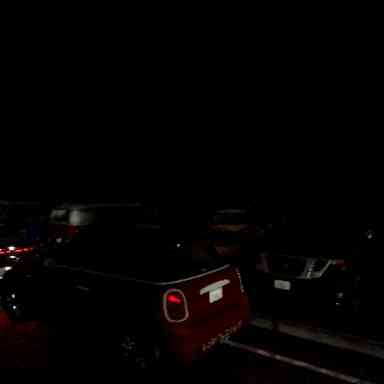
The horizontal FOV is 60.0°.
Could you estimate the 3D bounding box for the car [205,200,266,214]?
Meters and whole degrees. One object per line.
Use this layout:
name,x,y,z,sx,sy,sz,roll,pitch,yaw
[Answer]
car,3.711,1.591,24.216,2.435,2.045,5.566,0,-1,37

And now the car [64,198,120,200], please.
car,-9.650,1.648,34.165,2.435,2.045,5.566,0,-1,37

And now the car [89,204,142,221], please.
car,-7.392,1.928,32.550,2.163,1.488,4.792,0,-1,37

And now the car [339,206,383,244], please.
car,10.411,1.795,19.268,2.231,1.521,4.892,0,-1,37

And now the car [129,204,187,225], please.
car,-2.843,1.884,29.358,1.946,1.575,5.366,0,-1,37

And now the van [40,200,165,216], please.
van,-3.382,1.441,13.373,1.878,1.987,4.442,0,-1,37

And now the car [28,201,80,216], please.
car,-16.203,1.888,39.308,1.946,1.575,5.366,0,-1,37

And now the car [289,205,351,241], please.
car,8.184,1.810,20.925,2.097,1.535,5.008,0,-1,37

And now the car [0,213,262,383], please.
car,-1.377,1.430,5.802,4.553,1.767,2.097,0,-1,37

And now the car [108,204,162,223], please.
car,-5.195,1.925,30.842,2.163,1.488,4.792,0,-1,37

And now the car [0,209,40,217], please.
car,-5.704,1.682,14.946,2.097,1.535,5.008,0,-1,37

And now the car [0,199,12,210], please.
car,-29.669,1.857,49.112,2.231,1.521,4.892,0,-1,37

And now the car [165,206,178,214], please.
car,-0.729,1.873,27.547,2.097,1.535,5.008,0,-1,37

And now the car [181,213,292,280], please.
car,0.934,1.627,9.779,1.946,1.575,5.366,0,-1,37

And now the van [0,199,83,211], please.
van,-8.021,1.470,16.536,1.878,1.987,4.442,0,-1,37

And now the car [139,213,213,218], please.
car,-1.202,1.689,11.604,2.002,1.452,4.674,0,-1,37

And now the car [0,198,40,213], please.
car,-22.974,1.747,44.160,2.185,1.767,4.553,0,-1,37

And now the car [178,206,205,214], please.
car,1.499,1.860,25.888,2.231,1.521,4.892,0,-1,37

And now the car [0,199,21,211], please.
car,-27.556,1.856,47.300,1.946,1.575,5.366,0,-1,37

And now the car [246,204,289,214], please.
car,5.957,1.826,22.582,2.097,1.535,5.008,0,-1,37
